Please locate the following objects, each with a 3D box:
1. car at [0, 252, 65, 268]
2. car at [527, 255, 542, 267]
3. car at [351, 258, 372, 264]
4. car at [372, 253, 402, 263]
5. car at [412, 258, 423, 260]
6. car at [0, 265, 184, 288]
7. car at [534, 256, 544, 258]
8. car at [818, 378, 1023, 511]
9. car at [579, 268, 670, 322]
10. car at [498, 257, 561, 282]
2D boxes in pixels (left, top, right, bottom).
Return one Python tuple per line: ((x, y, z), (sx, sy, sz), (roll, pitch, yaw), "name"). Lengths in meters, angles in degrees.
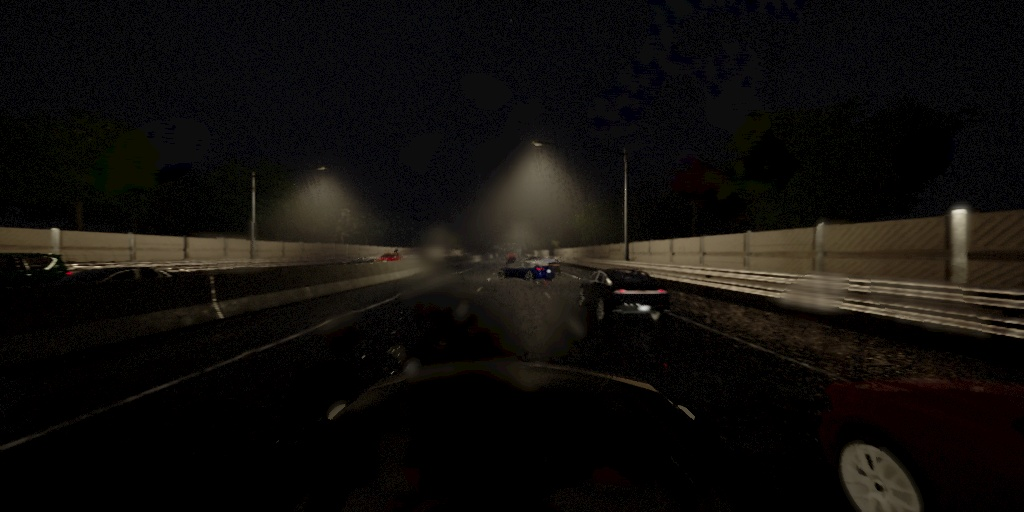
((-17.594, 0.893, 11.179), (2.150, 2.045, 5.566), (0, 0, 0), "car")
((3.491, 0.756, 55.934), (2.033, 1.649, 4.856), (0, 0, 0), "car")
((-21.052, 0.958, 50.955), (1.895, 1.301, 4.718), (0, 0, 1), "car")
((-17.557, 0.576, 51.544), (2.150, 2.045, 5.566), (0, 0, 1), "car")
((-14.053, 0.945, 53.026), (1.895, 1.301, 4.718), (0, 0, 1), "car")
((-14.094, 1.162, 12.594), (1.837, 1.490, 4.892), (0, 0, 0), "car")
((3.495, 0.975, 33.929), (2.128, 1.511, 4.902), (0, 0, 0), "car")
((3.501, 1.235, 0.924), (1.882, 1.535, 5.008), (0, 0, 0), "car")
((3.499, 1.155, 11.925), (2.128, 1.511, 4.902), (0, 0, 0), "car")
((0.990, 1.049, 26.054), (2.163, 1.488, 4.792), (0, 1, -40), "car")
